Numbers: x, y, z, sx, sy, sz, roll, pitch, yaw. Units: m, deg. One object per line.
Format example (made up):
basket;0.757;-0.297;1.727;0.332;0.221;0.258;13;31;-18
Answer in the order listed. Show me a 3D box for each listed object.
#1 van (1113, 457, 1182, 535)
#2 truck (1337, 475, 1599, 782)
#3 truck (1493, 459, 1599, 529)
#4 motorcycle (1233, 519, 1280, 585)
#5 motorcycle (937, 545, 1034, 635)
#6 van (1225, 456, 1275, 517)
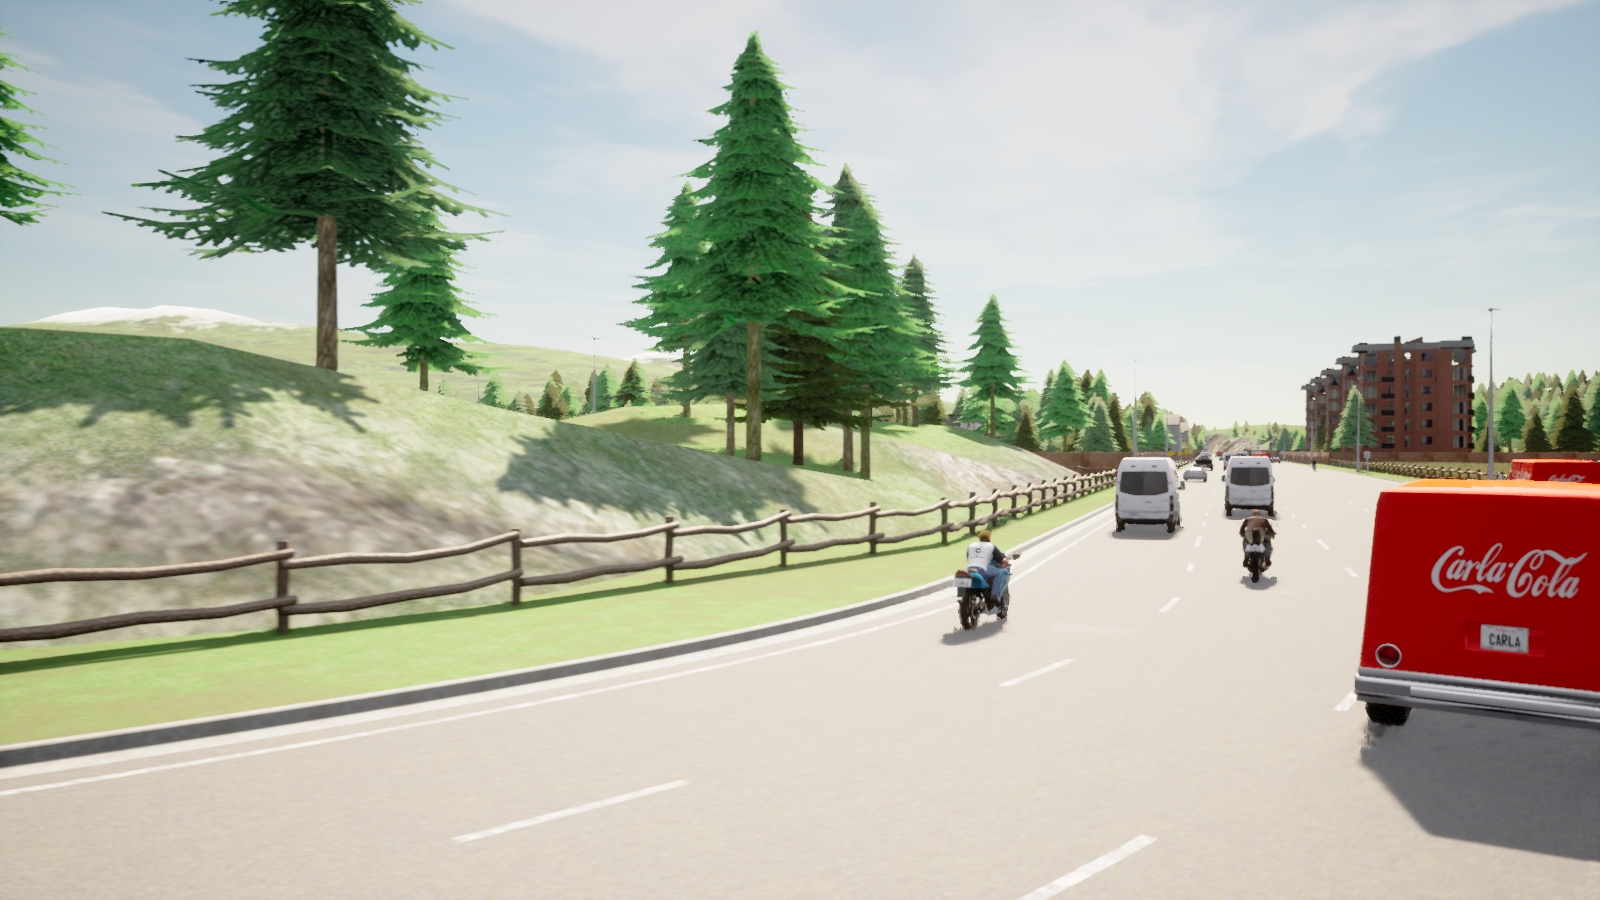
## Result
van;12.646;1.551;41.319;1.988;2.561;5.915;0;0;21
truck;7.631;1.571;12.196;2.627;2.467;5.204;1;0;34
truck;28.462;1.591;43.486;2.627;2.467;5.204;0;0;21
motorcycle;10.082;2.215;25.175;0.867;1.251;2.209;-1;0;24
motorcycle;2.988;2.193;18.265;0.803;1.199;2.033;-3;-2;30
van;20.204;1.555;51.440;1.988;2.561;5.915;0;0;21
